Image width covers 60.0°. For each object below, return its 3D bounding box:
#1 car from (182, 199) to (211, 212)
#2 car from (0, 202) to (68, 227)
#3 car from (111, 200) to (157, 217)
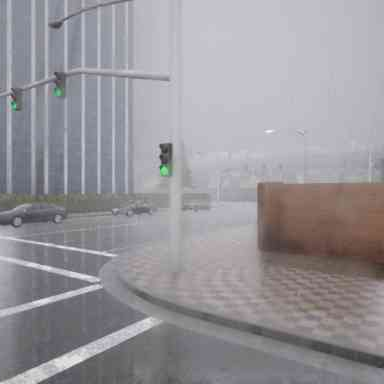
[{"bbox_3d":[0.480,1.563,39.072,1.994,1.385,4.181,0,0,35],"label":"car"},{"bbox_3d":[-11.008,1.504,22.940,1.837,1.490,4.892,0,0,35],"label":"car"},{"bbox_3d":[-5.298,1.491,30.968,2.128,1.511,4.902,0,0,35],"label":"car"}]
